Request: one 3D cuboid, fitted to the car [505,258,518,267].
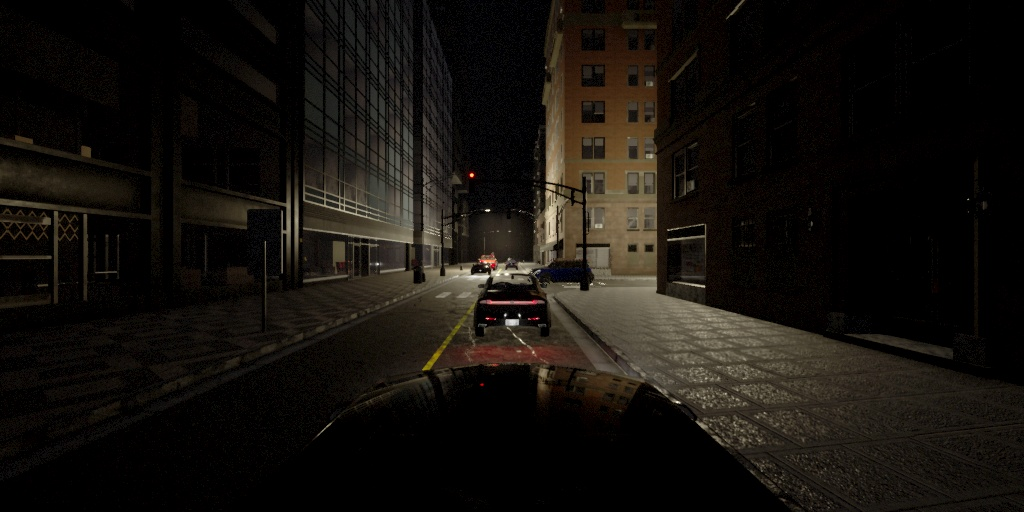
[{"bbox_3d":[-0.068,1.260,54.198,2.033,1.411,5.357,0,0,0],"label":"car"}]

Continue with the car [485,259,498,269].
[{"bbox_3d":[-3.270,1.236,58.278,1.812,1.442,4.674,0,0,0],"label":"car"}]

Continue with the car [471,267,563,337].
[{"bbox_3d":[0.016,1.240,10.286,2.128,1.511,4.902,0,0,0],"label":"car"}]

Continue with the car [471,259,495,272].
[{"bbox_3d":[-3.211,1.291,38.158,1.994,1.385,4.181,0,0,0],"label":"car"}]

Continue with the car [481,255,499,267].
[{"bbox_3d":[-3.234,0.942,47.659,2.150,2.045,5.566,0,0,0],"label":"car"}]

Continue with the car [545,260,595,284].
[{"bbox_3d":[3.362,1.078,25.122,4.553,1.767,2.097,0,0,-13],"label":"car"}]
